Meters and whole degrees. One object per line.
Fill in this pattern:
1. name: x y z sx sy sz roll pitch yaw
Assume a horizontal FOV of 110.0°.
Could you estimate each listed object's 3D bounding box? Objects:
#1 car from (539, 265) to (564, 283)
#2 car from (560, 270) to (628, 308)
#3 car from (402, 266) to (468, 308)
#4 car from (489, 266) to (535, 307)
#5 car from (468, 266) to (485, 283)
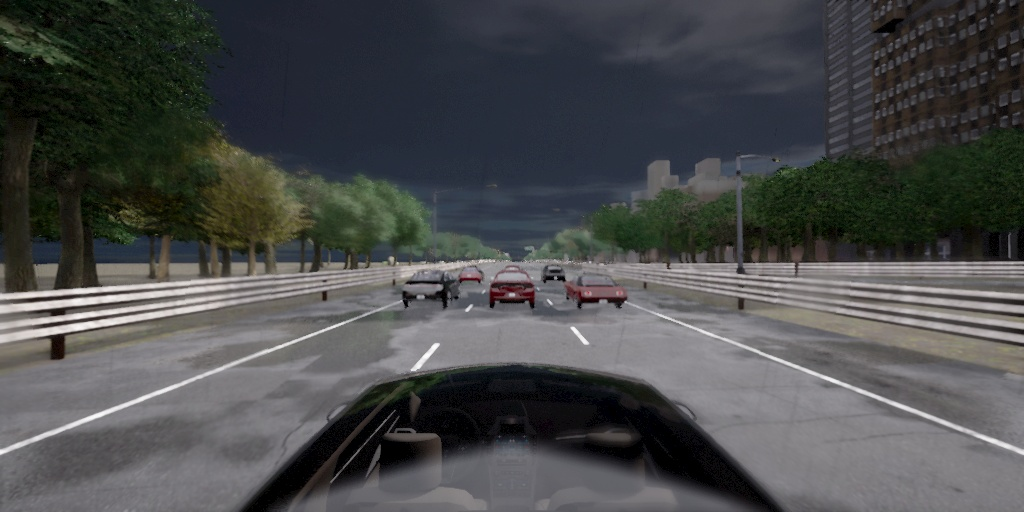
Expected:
1. car: 3.516 1.532 31.149 1.837 1.490 4.892 0 0 0
2. car: 3.508 1.486 15.966 1.895 1.301 4.718 0 -1 0
3. car: -3.489 1.380 16.160 2.128 1.511 4.902 0 0 0
4. car: 0.012 1.367 16.325 1.882 1.535 5.008 0 0 0
5. car: -3.482 1.588 31.189 1.994 1.385 4.181 0 0 0
